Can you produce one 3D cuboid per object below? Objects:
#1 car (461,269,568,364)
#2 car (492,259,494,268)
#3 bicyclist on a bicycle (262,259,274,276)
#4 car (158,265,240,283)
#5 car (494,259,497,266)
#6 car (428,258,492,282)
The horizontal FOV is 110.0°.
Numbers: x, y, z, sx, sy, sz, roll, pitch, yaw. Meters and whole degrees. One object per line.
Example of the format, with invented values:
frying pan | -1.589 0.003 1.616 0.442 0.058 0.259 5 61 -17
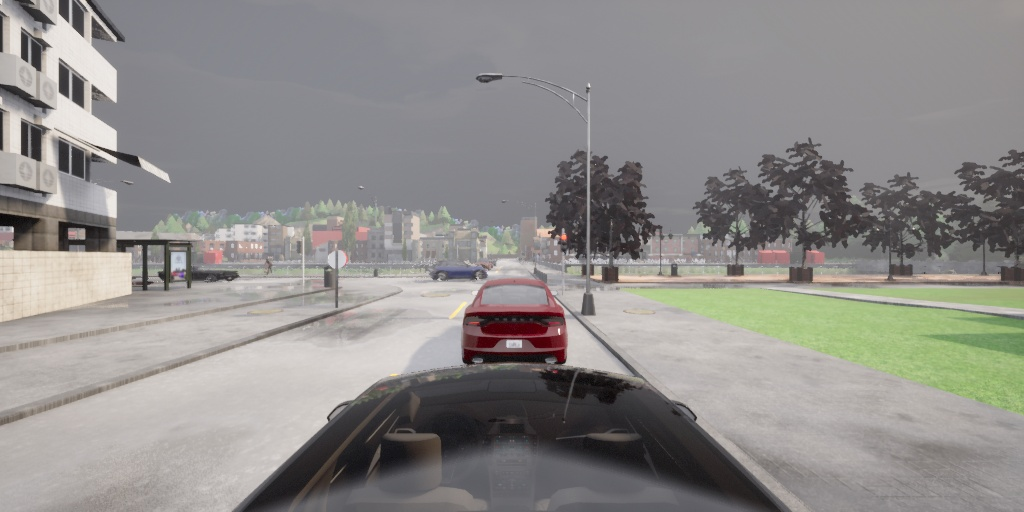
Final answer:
car | 0.055 1.228 8.097 1.882 1.535 5.008 0 0 0
car | -4.074 1.102 50.297 2.097 1.767 4.553 0 0 0
bicyclist on a bicycle | -24.011 1.099 35.296 0.582 1.620 1.656 0 0 0
car | -23.348 1.351 26.897 4.718 1.301 1.895 0 0 0
car | -4.055 1.241 59.541 2.128 1.511 4.902 0 0 0
car | -4.306 1.102 28.686 4.553 1.767 2.097 0 0 -25
